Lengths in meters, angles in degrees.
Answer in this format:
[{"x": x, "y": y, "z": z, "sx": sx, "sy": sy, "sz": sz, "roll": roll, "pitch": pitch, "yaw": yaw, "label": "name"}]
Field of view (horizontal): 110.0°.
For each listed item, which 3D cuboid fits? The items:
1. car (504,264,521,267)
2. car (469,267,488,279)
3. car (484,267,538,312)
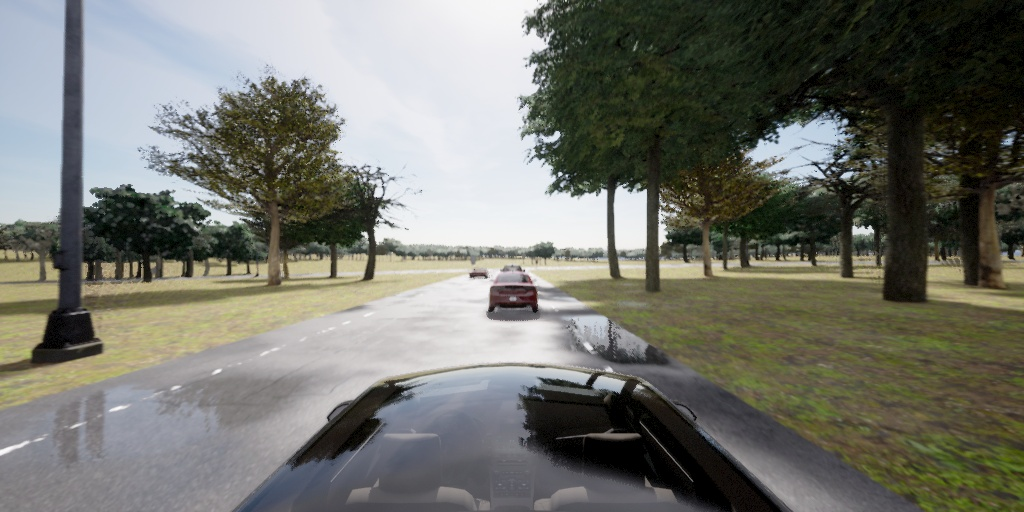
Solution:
[{"x": 0.058, "y": 1.465, "z": 28.968, "sx": 2.097, "sy": 1.767, "sz": 4.553, "roll": 0, "pitch": -1, "yaw": 0, "label": "car"}, {"x": -3.569, "y": 1.868, "z": 39.255, "sx": 1.895, "sy": 1.301, "sz": 4.718, "roll": 0, "pitch": -1, "yaw": 0, "label": "car"}, {"x": 0.062, "y": 1.403, "z": 15.317, "sx": 1.882, "sy": 1.535, "sz": 5.008, "roll": 0, "pitch": 0, "yaw": 1, "label": "car"}]
